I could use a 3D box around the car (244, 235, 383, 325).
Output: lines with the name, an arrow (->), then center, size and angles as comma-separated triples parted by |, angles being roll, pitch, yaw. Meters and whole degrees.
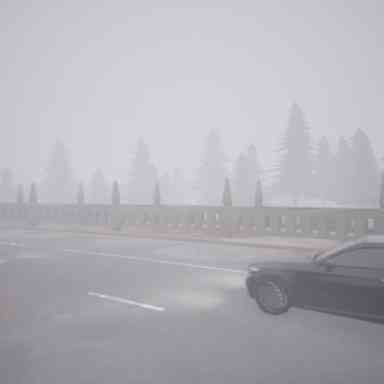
car -> 3.208, 1.494, 5.799 | 4.674, 1.442, 1.812 | 0, 0, 35
